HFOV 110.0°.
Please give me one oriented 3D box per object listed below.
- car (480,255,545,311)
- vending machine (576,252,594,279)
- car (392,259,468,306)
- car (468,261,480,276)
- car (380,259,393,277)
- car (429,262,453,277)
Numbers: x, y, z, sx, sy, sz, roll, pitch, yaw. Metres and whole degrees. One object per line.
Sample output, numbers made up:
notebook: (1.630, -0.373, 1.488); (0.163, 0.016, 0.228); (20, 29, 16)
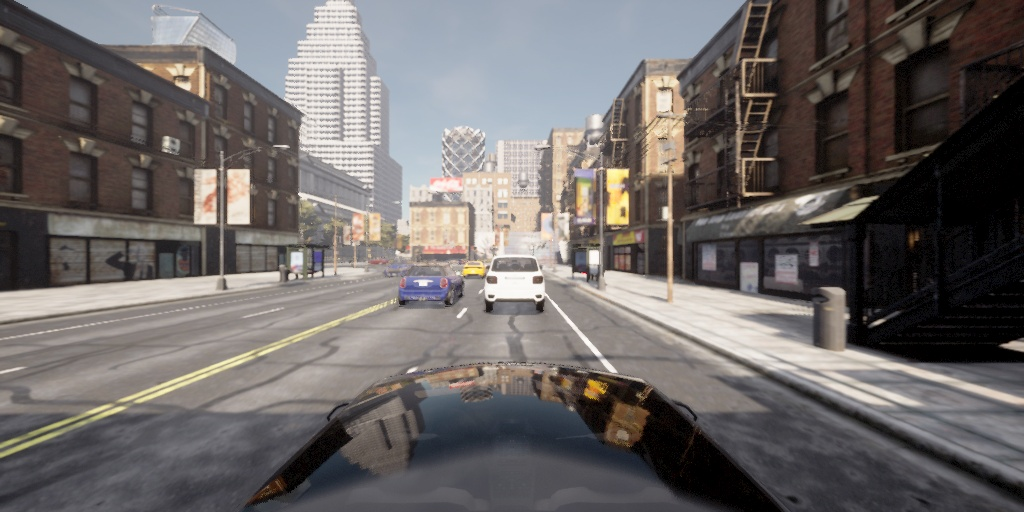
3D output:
car: (0.100, 0.971, 14.665); (2.150, 2.045, 5.566); (0, 0, 0)
vending machine: (7.373, 0.944, 36.105); (1.100, 2.100, 0.880); (0, 0, -1)
car: (-3.400, 1.101, 15.858); (2.097, 1.767, 4.553); (0, 0, 0)
car: (-3.497, 1.226, 33.938); (1.882, 1.535, 5.008); (0, 0, -2)
car: (-10.786, 1.100, 34.673); (2.097, 1.767, 4.553); (0, 0, -3)
car: (-7.331, 1.349, 37.199); (1.895, 1.301, 4.718); (0, 0, -4)
